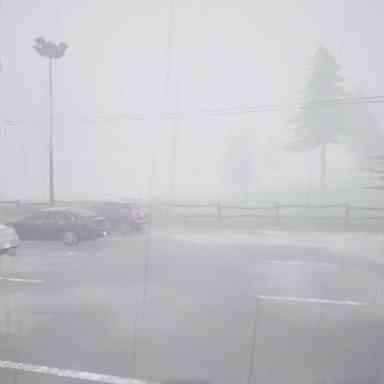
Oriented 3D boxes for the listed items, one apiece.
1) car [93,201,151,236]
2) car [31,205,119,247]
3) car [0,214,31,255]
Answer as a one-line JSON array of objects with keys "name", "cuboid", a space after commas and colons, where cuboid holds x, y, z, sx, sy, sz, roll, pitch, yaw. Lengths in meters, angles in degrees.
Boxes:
[{"name": "car", "cuboid": [-4.571, 1.259, 17.546, 4.553, 1.767, 2.097, 0, 0, 14]}, {"name": "car", "cuboid": [-5.908, 1.443, 14.272, 4.892, 1.490, 1.837, 0, 1, 14]}, {"name": "car", "cuboid": [-8.146, 1.494, 11.207, 4.674, 1.442, 1.812, 0, 0, 14]}]
